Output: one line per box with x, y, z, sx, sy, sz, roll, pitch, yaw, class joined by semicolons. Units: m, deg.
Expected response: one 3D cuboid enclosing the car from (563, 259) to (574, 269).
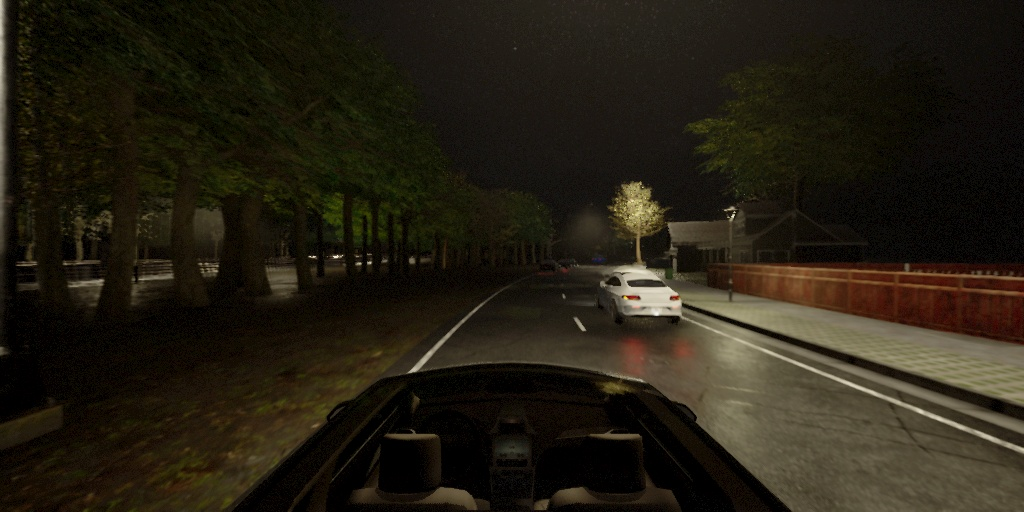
7.486;1.190;52.849;1.812;1.442;4.674;0;0;19;car

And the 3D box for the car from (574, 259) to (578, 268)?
9.547;1.151;58.454;1.837;1.490;4.892;0;0;21;car

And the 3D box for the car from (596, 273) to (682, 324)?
4.005;1.278;11.876;1.812;1.442;4.674;0;0;4;car

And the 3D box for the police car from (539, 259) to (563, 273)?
4.563;1.122;43.448;1.930;1.638;5.238;0;0;15;police car
